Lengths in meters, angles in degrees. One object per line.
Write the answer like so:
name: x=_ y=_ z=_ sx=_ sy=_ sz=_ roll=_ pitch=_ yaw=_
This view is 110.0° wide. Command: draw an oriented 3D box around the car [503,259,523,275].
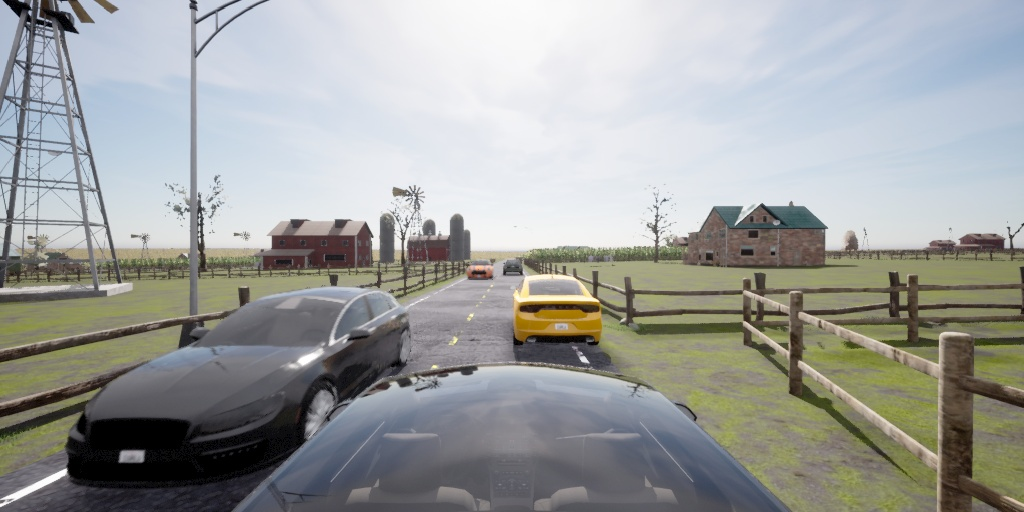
car: x=0.115 y=1.110 z=39.351 sx=2.097 sy=1.767 sz=4.553 roll=0 pitch=0 yaw=0

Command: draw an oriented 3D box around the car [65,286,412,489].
car: x=-2.847 y=1.254 z=5.114 sx=1.837 sy=1.490 sz=4.892 roll=0 pitch=0 yaw=0

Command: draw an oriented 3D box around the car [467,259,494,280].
car: x=-2.721 y=1.105 z=31.705 sx=2.097 sy=1.767 sz=4.553 roll=0 pitch=0 yaw=0

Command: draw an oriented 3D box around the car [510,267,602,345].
car: x=0.971 y=1.226 z=9.486 sx=1.882 sy=1.535 sz=5.008 roll=0 pitch=0 yaw=0
